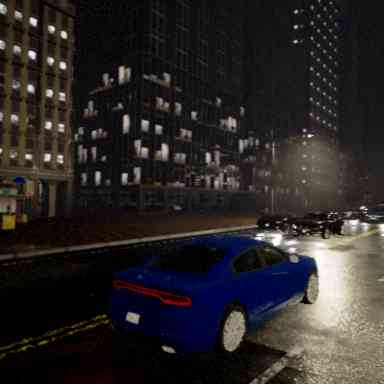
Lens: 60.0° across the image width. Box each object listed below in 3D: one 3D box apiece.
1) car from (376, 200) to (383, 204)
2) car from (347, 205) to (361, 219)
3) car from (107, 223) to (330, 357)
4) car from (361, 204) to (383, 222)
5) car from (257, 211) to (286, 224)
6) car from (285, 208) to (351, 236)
[{"bbox_3d":[29.724,2.268,50.848,2.150,2.045,5.566,0,-1,40],"label":"car"},{"bbox_3d":[18.498,2.247,37.673,2.128,1.511,4.902,0,-1,40],"label":"car"},{"bbox_3d":[0.795,1.592,6.375,1.882,1.535,5.008,-1,-2,40],"label":"car"},{"bbox_3d":[18.221,2.203,32.330,1.812,1.442,4.674,0,-1,40],"label":"car"},{"bbox_3d":[6.169,1.991,23.102,1.994,1.385,4.181,0,-1,40],"label":"car"},{"bbox_3d":[7.607,1.900,19.770,1.837,1.490,4.892,0,-1,40],"label":"car"}]
